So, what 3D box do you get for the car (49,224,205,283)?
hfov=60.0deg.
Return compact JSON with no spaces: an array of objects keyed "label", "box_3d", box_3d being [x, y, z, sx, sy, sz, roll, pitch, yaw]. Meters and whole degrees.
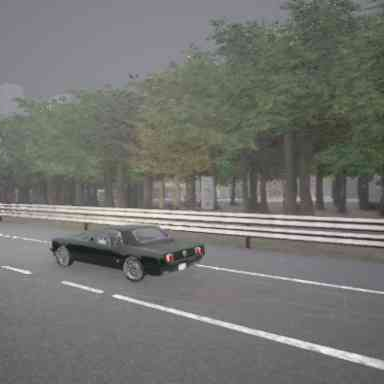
[{"label":"car","box_3d":[-2.060,1.603,9.678,4.718,1.301,1.895,0,0,35]}]
